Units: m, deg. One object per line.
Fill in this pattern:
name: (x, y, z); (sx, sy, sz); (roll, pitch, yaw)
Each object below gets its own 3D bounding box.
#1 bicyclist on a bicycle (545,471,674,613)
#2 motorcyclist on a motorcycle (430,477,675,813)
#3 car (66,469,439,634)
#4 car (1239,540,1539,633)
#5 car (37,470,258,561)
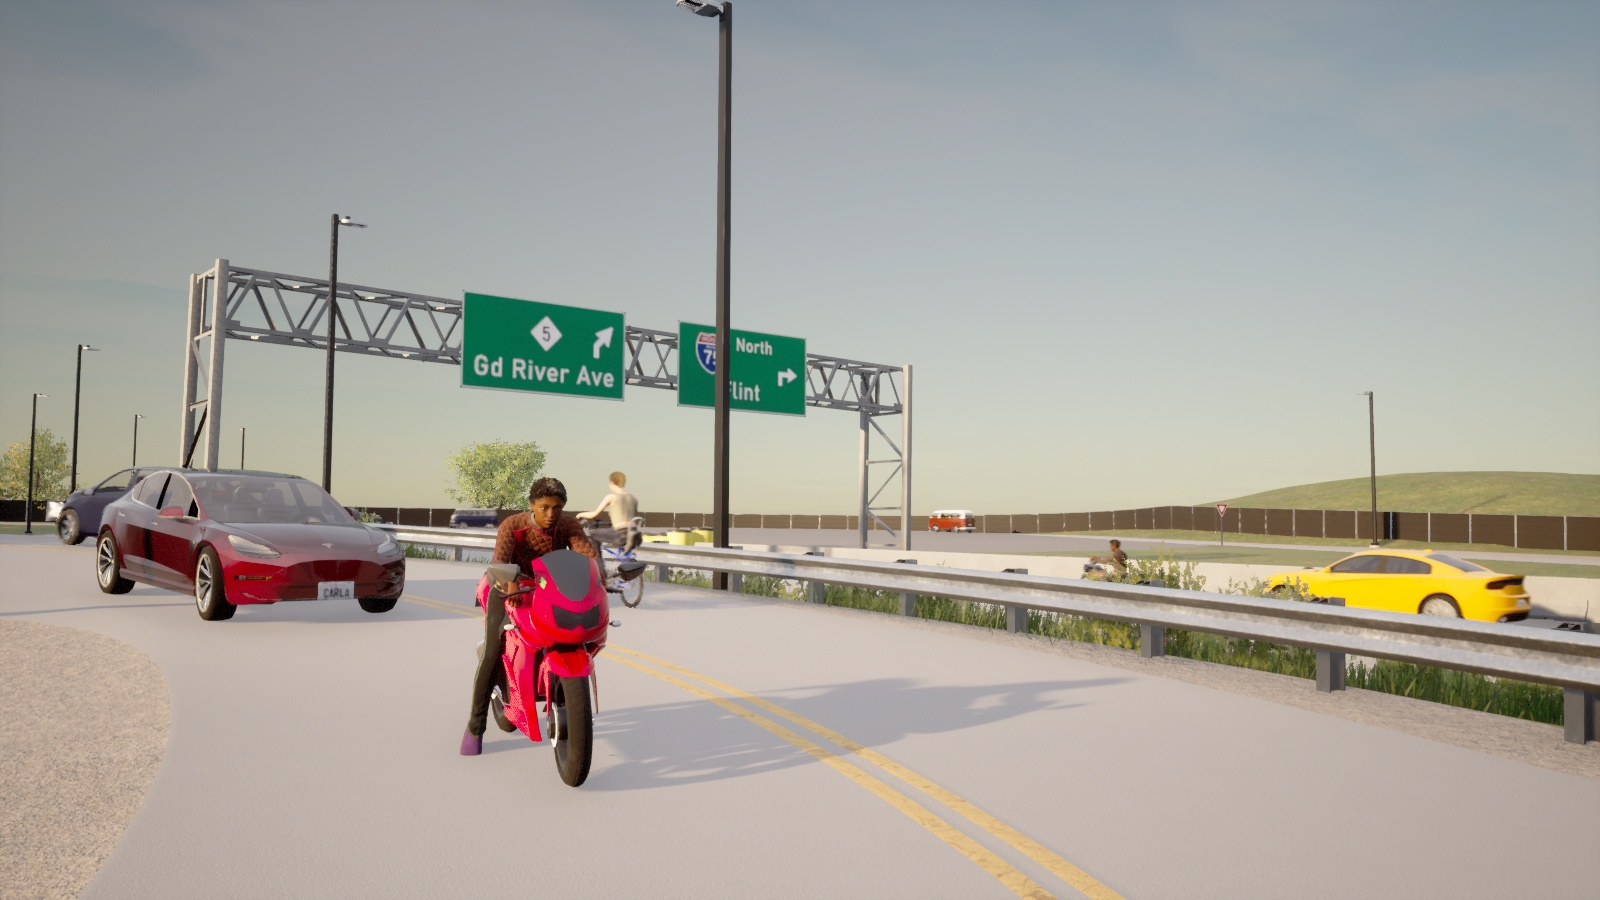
bicyclist on a bicycle: (-2.321, 1.079, 15.224); (0.866, 1.612, 1.509); (2, -2, -39)
motorcyclist on a motorcycle: (-1.418, 0.918, 6.837); (0.797, 1.523, 2.044); (1, -1, -26)
car: (-6.269, 1.006, 14.076); (4.792, 1.488, 2.163); (0, -2, 45)
car: (11.472, 2.605, 24.791); (1.882, 1.535, 5.008); (3, -4, -40)
car: (-11.926, 1.172, 22.936); (3.633, 1.501, 1.845); (0, -3, 30)
